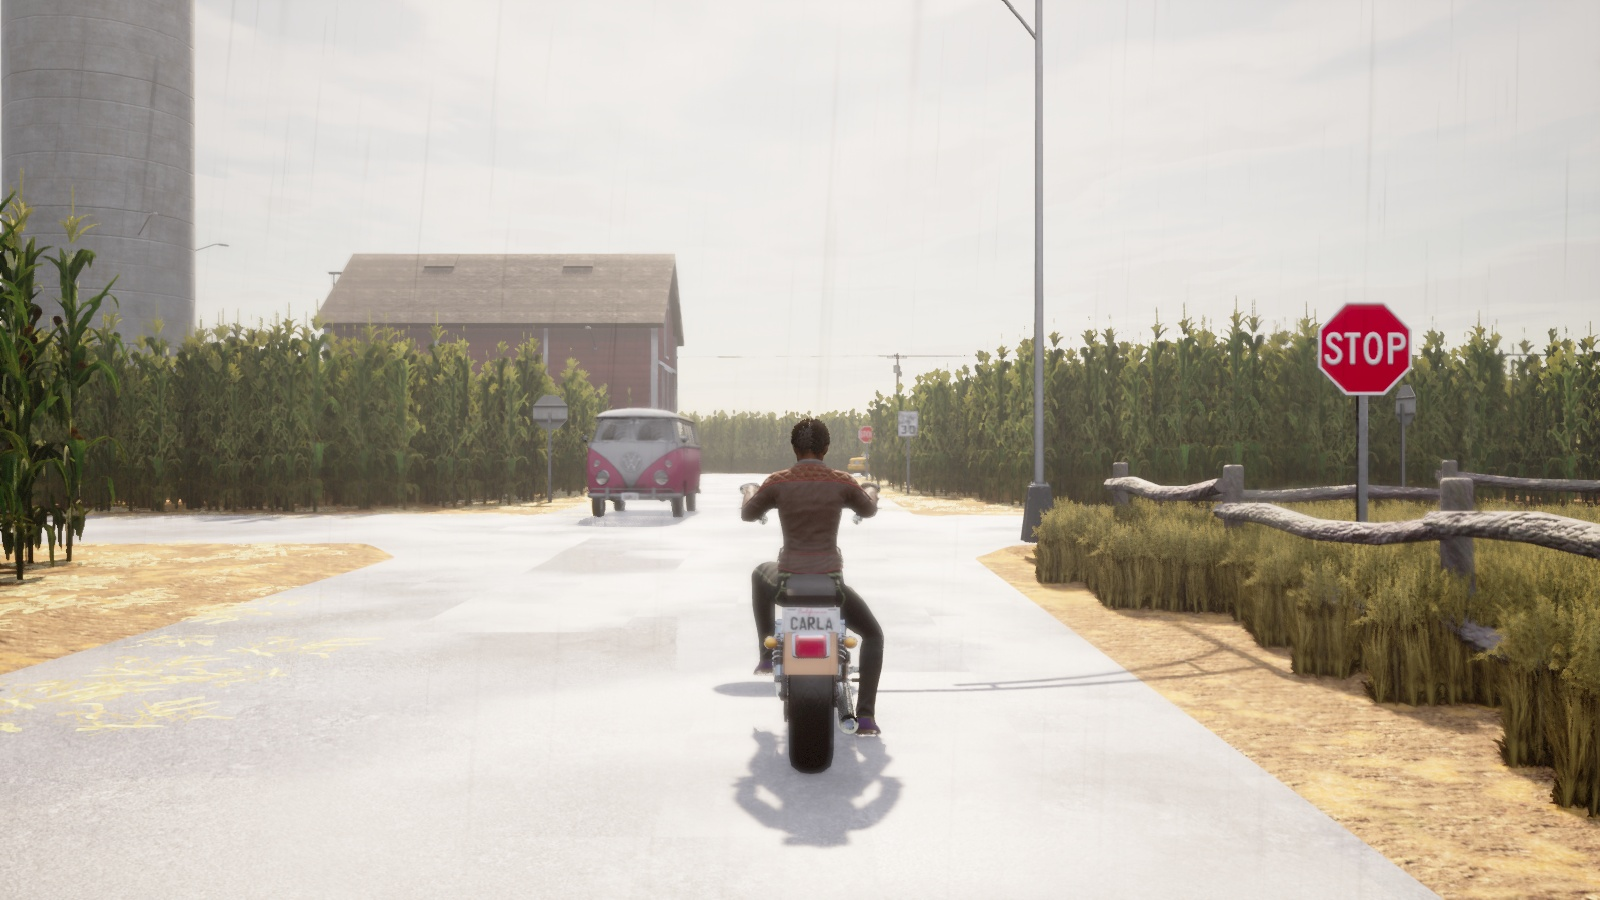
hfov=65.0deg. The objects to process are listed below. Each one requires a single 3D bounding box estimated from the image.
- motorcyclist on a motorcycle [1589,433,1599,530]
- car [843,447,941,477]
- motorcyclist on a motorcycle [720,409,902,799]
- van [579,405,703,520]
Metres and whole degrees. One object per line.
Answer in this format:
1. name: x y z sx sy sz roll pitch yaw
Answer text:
1. motorcyclist on a motorcycle: 14.875 0.549 21.415 2.350 1.649 0.766 0 0 1
2. car: 4.953 0.616 67.088 5.366 1.575 1.801 0 0 -37
3. motorcyclist on a motorcycle: 0.053 0.647 6.489 0.766 1.649 2.350 0 0 0
4. van: -2.945 0.245 24.064 1.775 1.987 4.442 0 -1 0
